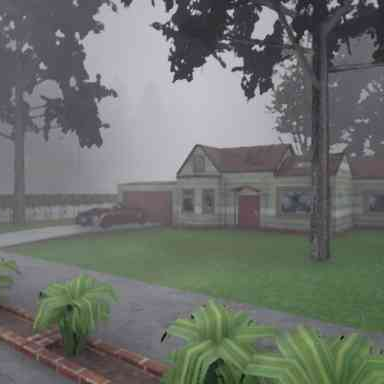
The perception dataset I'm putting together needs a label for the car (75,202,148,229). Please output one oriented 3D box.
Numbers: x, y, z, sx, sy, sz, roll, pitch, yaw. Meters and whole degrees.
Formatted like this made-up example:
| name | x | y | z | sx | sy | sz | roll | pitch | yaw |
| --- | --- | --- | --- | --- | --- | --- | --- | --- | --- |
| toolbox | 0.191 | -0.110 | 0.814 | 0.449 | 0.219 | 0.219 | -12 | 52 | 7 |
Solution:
| name | x | y | z | sx | sy | sz | roll | pitch | yaw |
| --- | --- | --- | --- | --- | --- | --- | --- | --- | --- |
| car | -4.456 | 1.256 | 18.837 | 1.994 | 1.381 | 4.181 | 0 | 0 | 36 |
